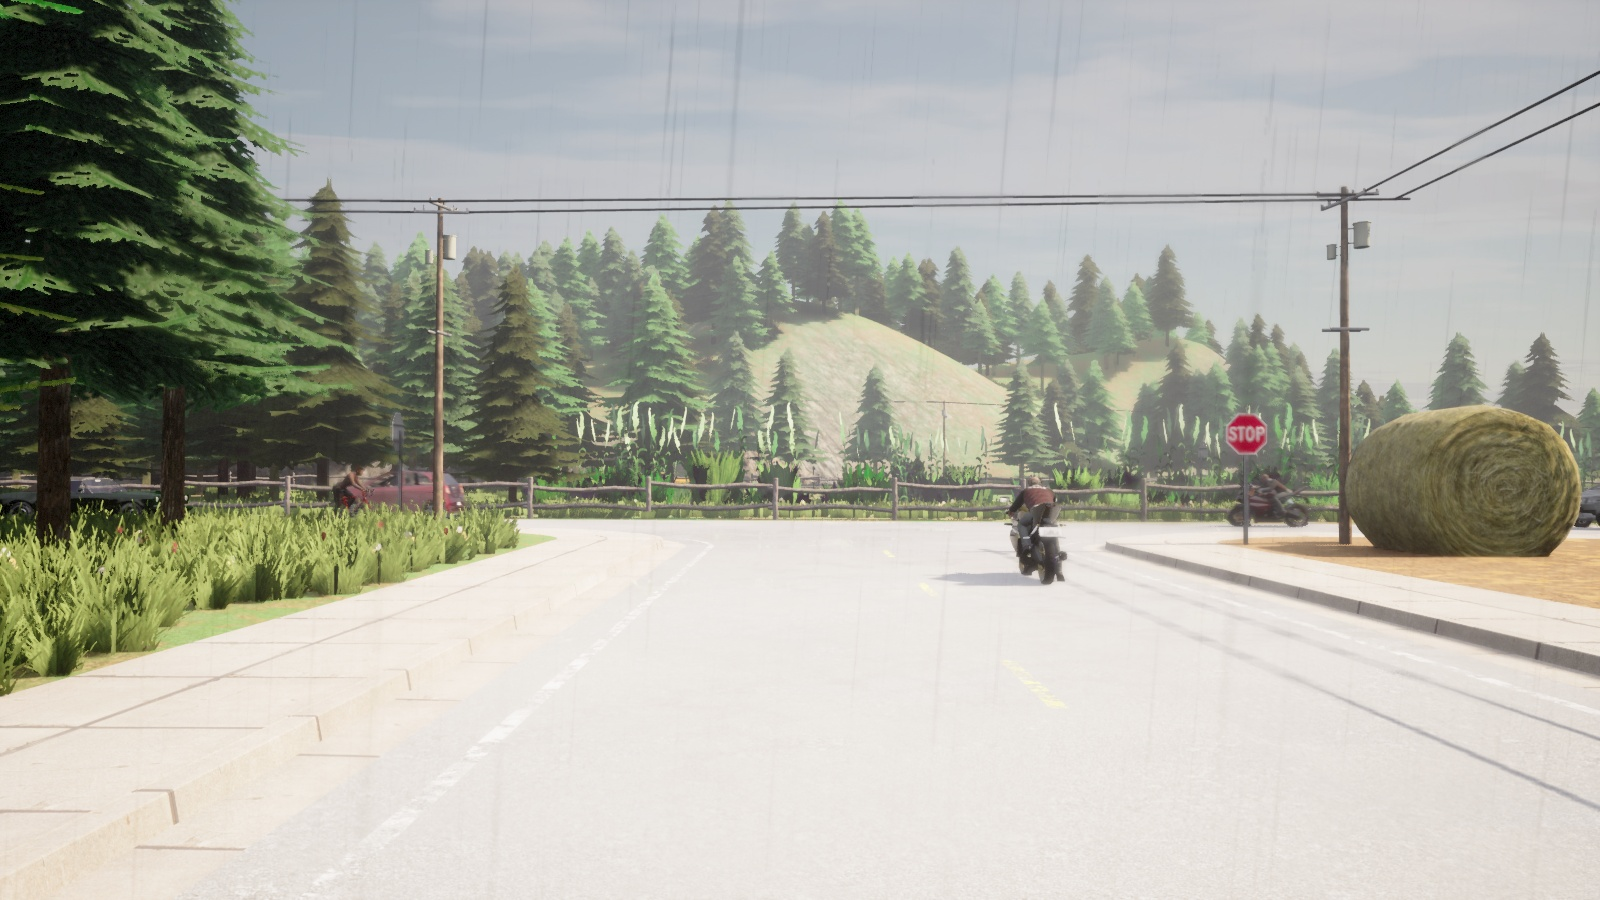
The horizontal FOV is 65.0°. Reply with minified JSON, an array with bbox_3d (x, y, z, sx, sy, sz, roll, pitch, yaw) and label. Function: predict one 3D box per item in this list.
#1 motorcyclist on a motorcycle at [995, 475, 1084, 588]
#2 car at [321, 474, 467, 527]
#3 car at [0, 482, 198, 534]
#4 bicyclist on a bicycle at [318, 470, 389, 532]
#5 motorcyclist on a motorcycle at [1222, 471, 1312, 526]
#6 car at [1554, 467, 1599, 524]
[{"bbox_3d":[3.450,1.143,18.311,0.866,1.530,2.191,0,-1,0],"label":"motorcyclist on a motorcycle"},{"bbox_3d":[-11.754,1.452,36.495,3.633,1.501,1.845,0,-1,3],"label":"car"},{"bbox_3d":[-18.776,1.513,33.294,4.718,1.301,1.895,0,-1,2],"label":"car"},{"bbox_3d":[-11.723,1.332,32.986,1.656,1.620,0.582,0,-1,3],"label":"bicyclist on a bicycle"},{"bbox_3d":[13.124,1.354,35.351,2.191,1.530,0.866,0,-1,3],"label":"motorcyclist on a motorcycle"},{"bbox_3d":[23.356,1.251,34.881,3.705,1.549,1.789,0,-1,3],"label":"car"}]
